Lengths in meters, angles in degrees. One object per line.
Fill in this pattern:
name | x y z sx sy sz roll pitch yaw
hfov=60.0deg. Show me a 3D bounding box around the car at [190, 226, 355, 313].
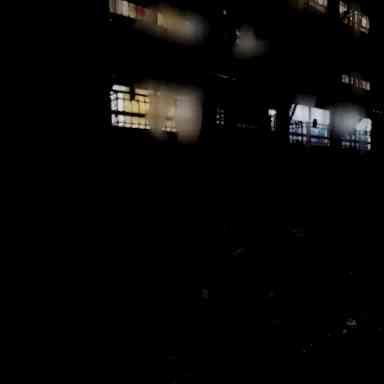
car | 1.976 1.500 7.519 4.313 1.339 1.947 -1 0 -35
